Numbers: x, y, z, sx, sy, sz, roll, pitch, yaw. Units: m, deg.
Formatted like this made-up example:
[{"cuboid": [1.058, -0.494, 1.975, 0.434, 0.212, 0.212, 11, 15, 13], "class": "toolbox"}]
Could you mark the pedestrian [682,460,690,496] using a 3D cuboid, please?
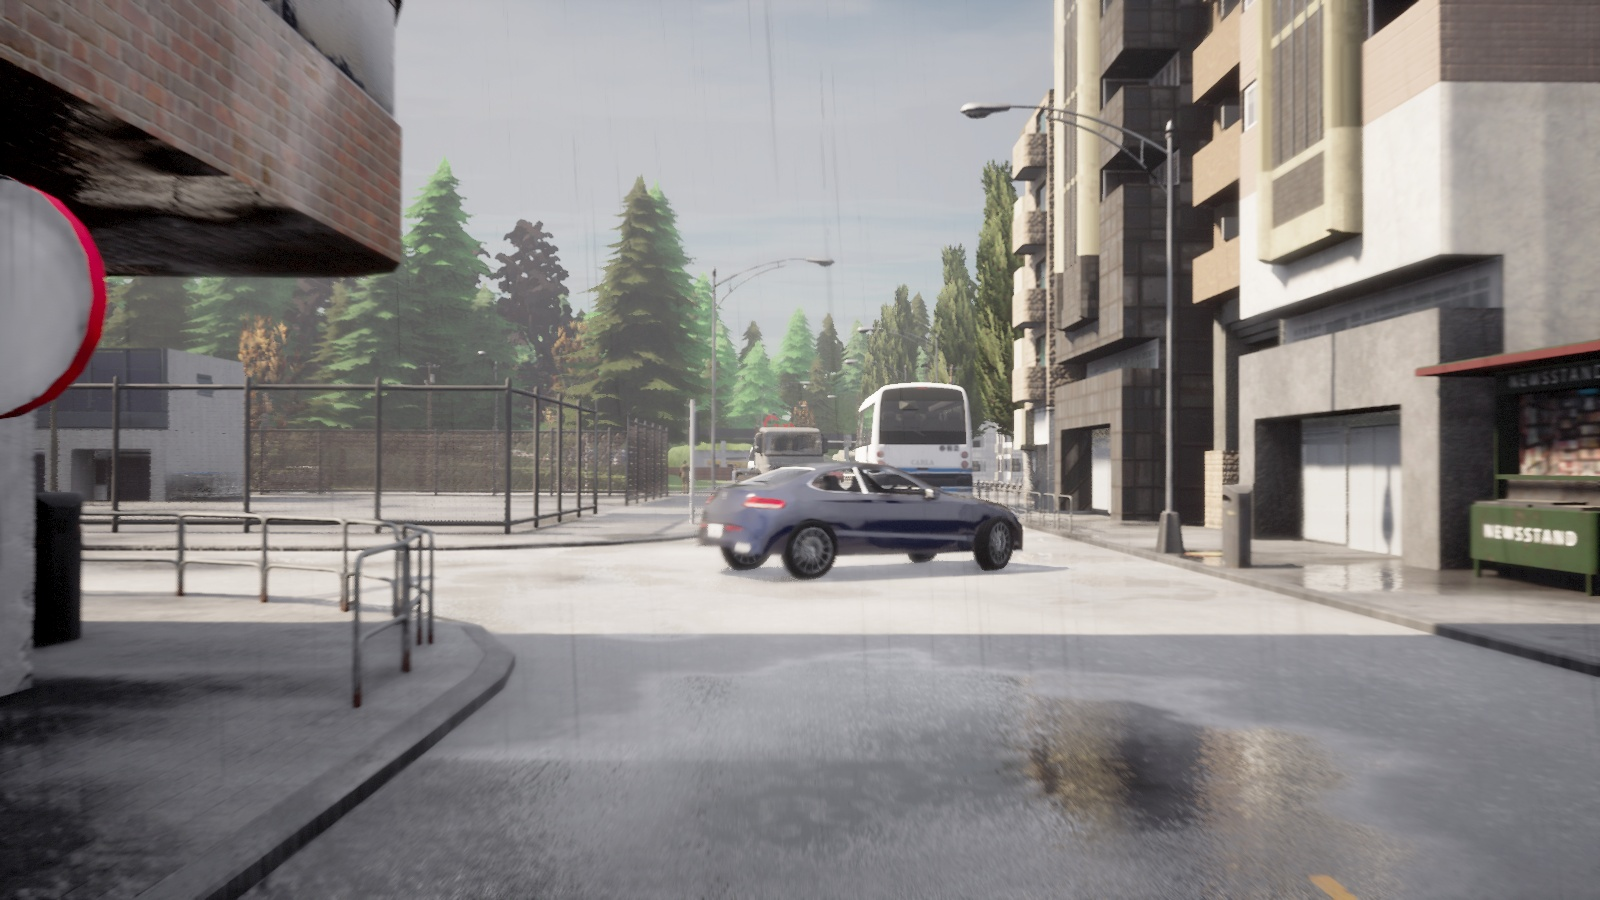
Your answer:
[{"cuboid": [-6.211, 1.512, 68.516, 0.396, 1.930, 0.692, 0, -1, 1], "class": "pedestrian"}]

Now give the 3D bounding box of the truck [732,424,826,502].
[{"cuboid": [-1.127, 0.643, 60.064, 2.891, 3.462, 7.936, 0, -1, -13], "class": "truck"}]

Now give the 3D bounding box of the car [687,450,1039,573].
[{"cuboid": [1.015, 0.842, 19.117, 5.027, 1.651, 2.152, 0, -1, -32], "class": "car"}]

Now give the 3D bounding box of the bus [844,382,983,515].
[{"cuboid": [3.818, 0.030, 45.366, 3.944, 4.253, 10.273, 0, -1, -1], "class": "bus"}]

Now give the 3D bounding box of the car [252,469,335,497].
[{"cuboid": [-28.147, 1.830, 69.862, 3.806, 1.475, 1.970, 0, -1, 0], "class": "car"}]
